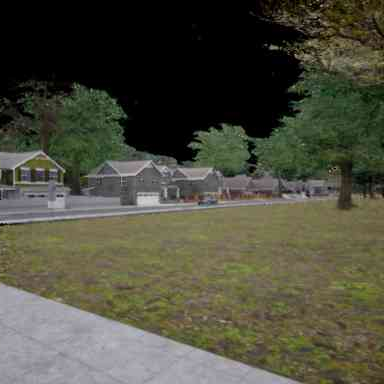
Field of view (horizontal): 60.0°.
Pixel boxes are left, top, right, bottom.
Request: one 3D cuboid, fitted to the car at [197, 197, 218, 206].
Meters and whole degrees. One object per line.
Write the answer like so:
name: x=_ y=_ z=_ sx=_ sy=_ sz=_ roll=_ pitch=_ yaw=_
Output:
car: x=2.626 y=1.501 z=54.969 sx=1.994 sy=1.385 sz=4.181 roll=0 pitch=0 yaw=35
